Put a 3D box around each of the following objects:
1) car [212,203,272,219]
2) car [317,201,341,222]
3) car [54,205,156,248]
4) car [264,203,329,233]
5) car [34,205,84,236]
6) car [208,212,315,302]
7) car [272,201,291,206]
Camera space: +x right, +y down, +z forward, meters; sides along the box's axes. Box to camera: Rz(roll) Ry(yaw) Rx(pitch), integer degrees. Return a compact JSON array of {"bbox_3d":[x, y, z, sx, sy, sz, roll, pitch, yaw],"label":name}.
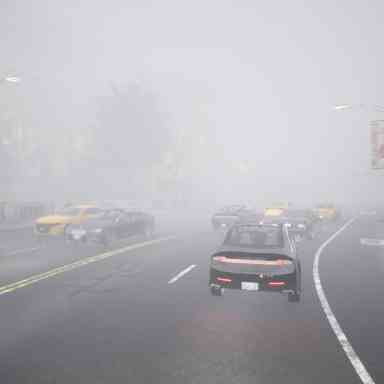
[{"bbox_3d":[2.798,1.492,19.361,2.128,1.511,4.902,0,0,28],"label":"car"},{"bbox_3d":[10.584,1.456,26.274,1.801,1.575,5.366,0,0,30],"label":"car"},{"bbox_3d":[-3.464,1.493,15.115,2.128,1.511,4.902,0,0,24],"label":"car"},{"bbox_3d":[5.559,1.547,17.320,2.033,1.411,5.357,0,0,29],"label":"car"},{"bbox_3d":[-6.023,1.477,17.965,1.882,1.535,5.008,0,0,26],"label":"car"},{"bbox_3d":[1.695,1.492,8.368,2.128,1.511,4.902,0,0,15],"label":"car"},{"bbox_3d":[7.568,1.478,27.834,1.882,1.535,5.008,0,0,30],"label":"car"}]
